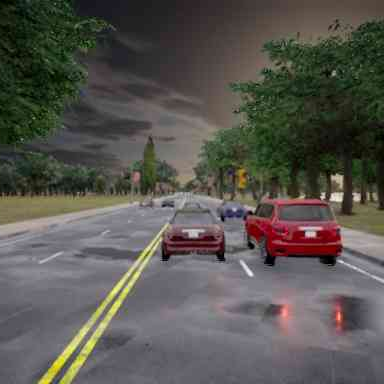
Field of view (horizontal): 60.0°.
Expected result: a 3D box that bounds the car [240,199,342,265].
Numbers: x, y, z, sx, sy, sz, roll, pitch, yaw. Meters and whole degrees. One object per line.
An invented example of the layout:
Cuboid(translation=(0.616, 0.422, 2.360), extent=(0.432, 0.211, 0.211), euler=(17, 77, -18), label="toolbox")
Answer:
Cuboid(translation=(3.303, 1.251, 11.883), extent=(2.150, 2.045, 5.566), euler=(0, 0, 0), label="car")

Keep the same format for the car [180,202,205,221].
Cuboid(translation=(0.019, 1.628, 28.560), extent=(1.994, 1.385, 4.181), euler=(0, 0, 0), label="car")

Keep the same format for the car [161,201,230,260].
Cuboid(translation=(0.055, 1.380, 12.631), extent=(2.097, 1.767, 4.553), euler=(0, 0, 0), label="car")

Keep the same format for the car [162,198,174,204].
Cuboid(translation=(-3.481, 1.659, 49.555), extent=(2.033, 1.411, 5.357), euler=(0, 0, 0), label="car")

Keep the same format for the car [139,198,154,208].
Cuboid(translation=(-6.729, 1.602, 49.567), extent=(2.128, 1.511, 4.902), euler=(0, 0, 0), label="car")

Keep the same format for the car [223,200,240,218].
Cuboid(translation=(3.267, 1.413, 27.638), extent=(2.097, 1.767, 4.553), euler=(0, 0, 0), label="car")
